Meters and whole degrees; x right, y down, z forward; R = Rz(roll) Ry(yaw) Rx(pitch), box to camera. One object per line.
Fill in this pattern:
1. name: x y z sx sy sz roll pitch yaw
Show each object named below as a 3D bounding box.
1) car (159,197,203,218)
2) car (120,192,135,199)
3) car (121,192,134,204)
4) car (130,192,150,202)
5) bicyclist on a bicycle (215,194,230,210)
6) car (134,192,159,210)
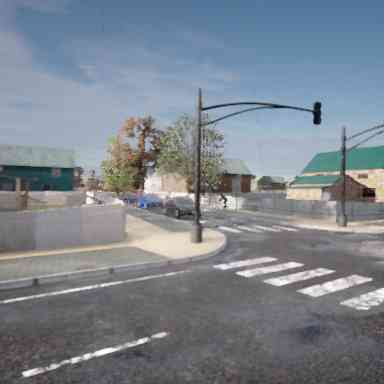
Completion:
1. car: -0.758 1.156 25.594 1.837 1.490 4.892 1 1 -21
2. car: -12.400 0.658 63.715 1.895 1.301 4.718 1 1 -21
3. car: -7.872 0.930 44.063 1.895 1.301 4.718 1 0 -21
4. car: -8.593 0.779 54.112 2.033 1.411 5.357 1 0 -22
5. bicyclist on a bicycle: 2.983 0.997 32.202 1.656 1.620 0.582 1 0 -21
6. car: -4.318 0.968 34.829 1.882 1.535 5.008 1 0 -21
